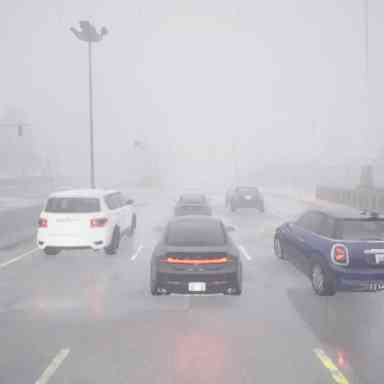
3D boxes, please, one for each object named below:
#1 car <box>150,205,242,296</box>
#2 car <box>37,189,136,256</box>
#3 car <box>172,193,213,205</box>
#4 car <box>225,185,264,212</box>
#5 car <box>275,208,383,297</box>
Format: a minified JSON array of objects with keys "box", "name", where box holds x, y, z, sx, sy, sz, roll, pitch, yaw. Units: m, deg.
[{"box":[0.077,1.333,8.286,1.837,1.490,4.892,0,2,0],"name":"car"},{"box":[-3.442,0.885,11.888,2.150,2.045,5.566,0,3,0],"name":"car"},{"box":[0.031,0.794,17.642,1.837,1.490,4.892,0,4,0],"name":"car"},{"box":[3.504,0.274,22.830,2.097,1.767,4.553,0,4,0],"name":"car"},{"box":[3.575,1.177,8.337,2.097,1.767,4.553,0,2,0],"name":"car"}]
